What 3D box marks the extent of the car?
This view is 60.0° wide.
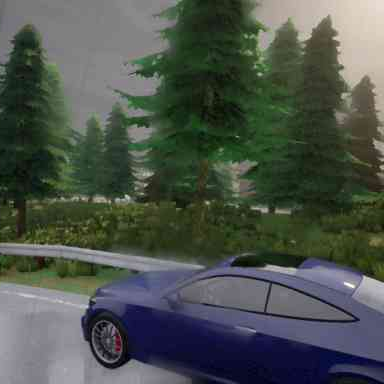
[{"bbox_3d":[0.726,1.500,4.117,4.674,1.442,1.812,1,1,31],"label":"car"}]
